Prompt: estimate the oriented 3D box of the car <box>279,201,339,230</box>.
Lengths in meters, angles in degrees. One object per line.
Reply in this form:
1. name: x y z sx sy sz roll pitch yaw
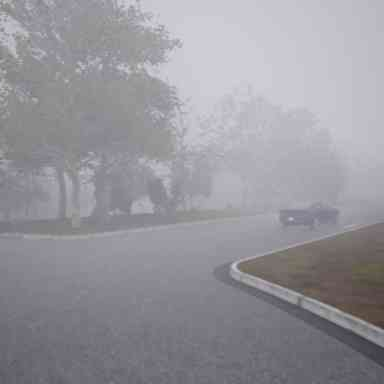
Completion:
1. car: 7.047 1.268 19.719 1.882 1.535 5.008 0 0 44
